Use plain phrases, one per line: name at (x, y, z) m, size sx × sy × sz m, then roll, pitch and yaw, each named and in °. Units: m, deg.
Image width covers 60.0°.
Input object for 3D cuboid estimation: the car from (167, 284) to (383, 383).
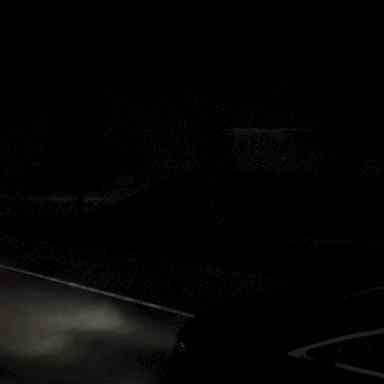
car at (2.014, 1.492, 2.555) m, size 4.902 × 1.511 × 2.128 m, roll 0°, pitch 0°, yaw 35°
